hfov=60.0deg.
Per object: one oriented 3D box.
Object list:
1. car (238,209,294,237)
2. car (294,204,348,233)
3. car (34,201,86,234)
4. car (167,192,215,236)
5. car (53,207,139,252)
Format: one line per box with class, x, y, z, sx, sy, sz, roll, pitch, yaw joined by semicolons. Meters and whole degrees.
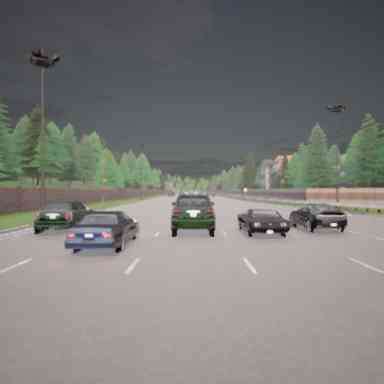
car;3.560;1.520;17.414;1.895;1.301;4.718;0;0;0
car;7.057;1.403;18.981;2.128;1.511;4.902;0;0;0
car;-6.942;1.266;18.687;2.097;1.767;4.553;0;0;0
car;0.059;1.138;18.046;2.150;2.045;5.566;0;0;0
car;-3.430;1.485;13.539;2.033;1.411;5.357;0;0;0
